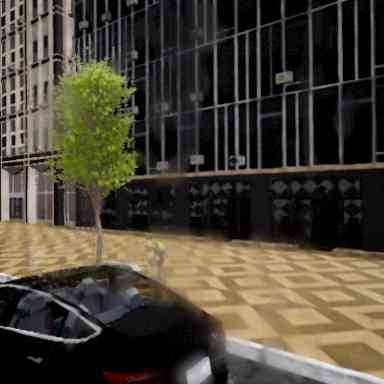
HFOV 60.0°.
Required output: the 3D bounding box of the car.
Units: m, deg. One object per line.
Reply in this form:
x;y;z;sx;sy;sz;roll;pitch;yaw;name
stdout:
-1.633;1.591;4.041;4.313;1.339;1.947;0;0;35;car
